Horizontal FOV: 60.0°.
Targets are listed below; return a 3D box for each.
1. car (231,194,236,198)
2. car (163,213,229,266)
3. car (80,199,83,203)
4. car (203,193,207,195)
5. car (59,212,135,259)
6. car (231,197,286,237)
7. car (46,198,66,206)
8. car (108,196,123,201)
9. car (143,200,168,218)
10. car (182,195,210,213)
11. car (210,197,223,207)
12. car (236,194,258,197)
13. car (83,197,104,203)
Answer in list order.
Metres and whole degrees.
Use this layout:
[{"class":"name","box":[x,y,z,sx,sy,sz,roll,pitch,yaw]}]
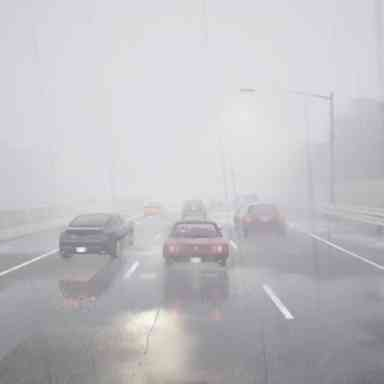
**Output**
[{"class":"car","box":[7.264,1.315,50.406,2.150,2.045,5.566,0,0,1]},{"class":"car","box":[0.115,1.611,11.481,1.895,1.301,4.718,0,0,0]},{"class":"car","box":[-20.558,1.659,65.699,2.128,1.511,4.902,0,0,1]},{"class":"car","box":[4.384,1.737,92.707,1.837,1.490,4.892,0,0,1]},{"class":"car","box":[-3.382,1.516,12.588,1.837,1.490,4.892,0,0,0]},{"class":"car","box":[3.536,1.369,18.100,2.097,1.767,4.553,0,0,0]},{"class":"car","box":[-24.157,1.719,59.115,1.895,1.301,4.718,0,0,1]},{"class":"car","box":[-13.664,1.475,59.710,2.097,1.767,4.553,0,0,1]},{"class":"car","box":[-3.298,1.515,30.915,1.882,1.535,5.008,0,0,0]},{"class":"car","box":[0.191,1.386,29.163,2.097,1.767,4.553,0,0,0]},{"class":"car","box":[3.784,1.662,52.179,1.994,1.385,4.181,0,0,1]},{"class":"car","box":[7.048,1.285,41.088,2.150,2.045,5.566,0,0,2]},{"class":"car","box":[-17.165,1.722,59.234,1.895,1.301,4.718,0,0,1]}]
